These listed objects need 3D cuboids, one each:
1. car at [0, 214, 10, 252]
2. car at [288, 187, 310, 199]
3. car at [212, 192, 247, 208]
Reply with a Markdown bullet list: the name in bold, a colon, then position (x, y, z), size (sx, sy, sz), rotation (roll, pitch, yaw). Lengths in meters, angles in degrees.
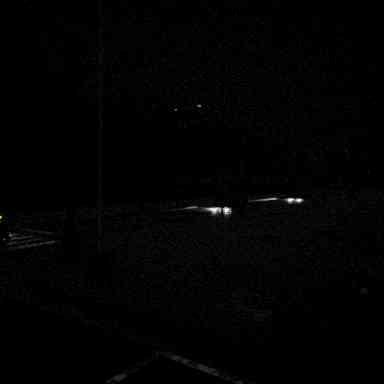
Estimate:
- **car**: position (-7.441, 1.131, 9.192), size (2.150, 2.045, 5.566), rotation (-2, 3, -1)
- **car**: position (15.535, 0.247, 48.663), size (1.994, 1.385, 4.181), rotation (1, 2, 35)
- **car**: position (3.686, 0.714, 32.147), size (1.994, 1.385, 4.181), rotation (1, 2, 35)
